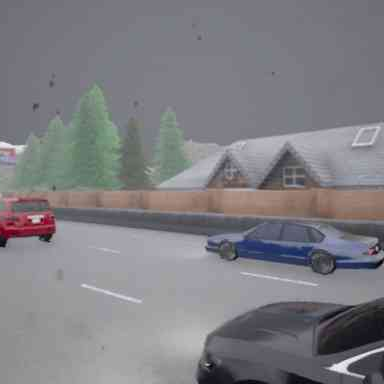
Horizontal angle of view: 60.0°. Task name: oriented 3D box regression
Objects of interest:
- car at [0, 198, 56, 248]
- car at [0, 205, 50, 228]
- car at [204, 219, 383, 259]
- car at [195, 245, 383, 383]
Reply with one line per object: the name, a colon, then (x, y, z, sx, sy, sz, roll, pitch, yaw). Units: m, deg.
car: (-8.424, 1.273, 15.468, 5.566, 2.045, 2.150, 0, 0, 42)
car: (-12.097, 1.680, 23.774, 4.718, 1.301, 1.895, 0, 0, 45)
car: (3.010, 1.588, 10.542, 5.357, 1.411, 2.033, 0, 0, 37)
car: (2.286, 1.516, 2.444, 4.892, 1.490, 1.837, 0, 0, 35)
